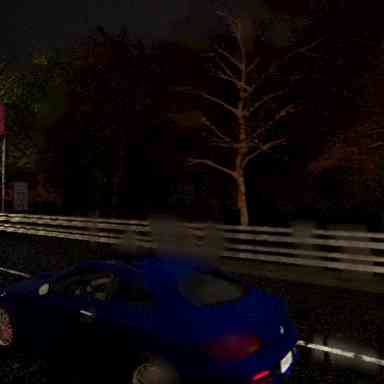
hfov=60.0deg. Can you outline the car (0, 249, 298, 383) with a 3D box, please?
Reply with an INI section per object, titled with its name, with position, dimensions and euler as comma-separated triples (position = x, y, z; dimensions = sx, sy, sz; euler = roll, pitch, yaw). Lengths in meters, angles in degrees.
[car]
position = -0.947, 1.560, 4.668
dimensions = 4.674, 1.442, 1.812
euler = -1, 0, 34
